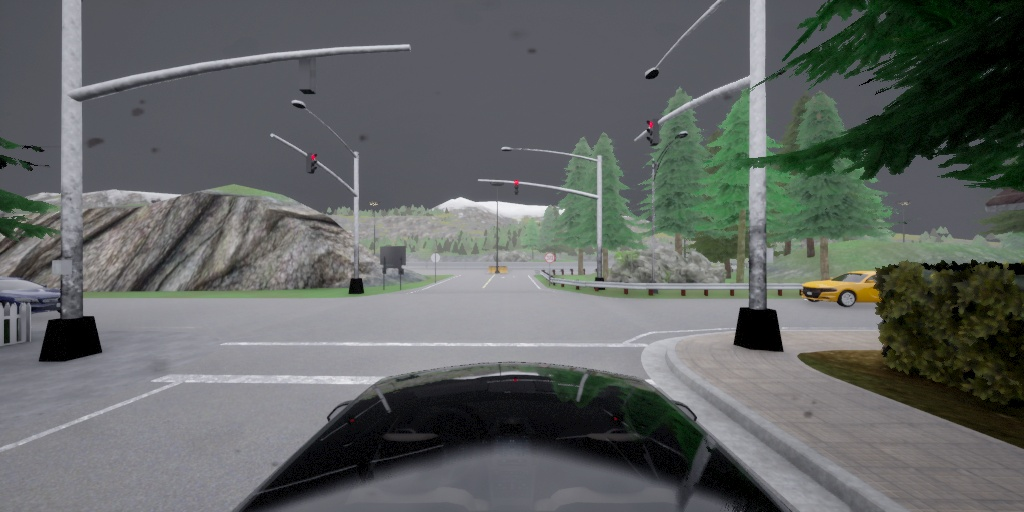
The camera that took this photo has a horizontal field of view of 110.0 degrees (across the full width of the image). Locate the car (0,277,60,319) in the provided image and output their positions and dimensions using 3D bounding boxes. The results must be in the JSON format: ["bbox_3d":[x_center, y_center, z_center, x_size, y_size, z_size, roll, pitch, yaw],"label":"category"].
[{"bbox_3d":[-18.279,1.467,12.689,4.674,1.442,1.812,0,0,0],"label":"car"}]

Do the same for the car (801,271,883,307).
[{"bbox_3d":[15.954,1.419,16.204,5.008,1.535,1.882,0,0,0],"label":"car"}]
